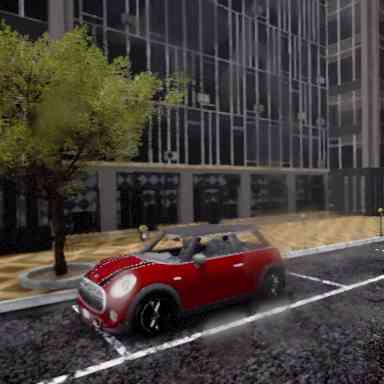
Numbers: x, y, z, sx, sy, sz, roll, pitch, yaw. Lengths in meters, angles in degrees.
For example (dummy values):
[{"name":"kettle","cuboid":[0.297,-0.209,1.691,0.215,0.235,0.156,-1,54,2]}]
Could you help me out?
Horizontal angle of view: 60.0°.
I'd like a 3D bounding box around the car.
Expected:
[{"name":"car","cuboid":[-0.084,1.422,6.528,4.097,1.590,1.967,0,-1,-35]}]
